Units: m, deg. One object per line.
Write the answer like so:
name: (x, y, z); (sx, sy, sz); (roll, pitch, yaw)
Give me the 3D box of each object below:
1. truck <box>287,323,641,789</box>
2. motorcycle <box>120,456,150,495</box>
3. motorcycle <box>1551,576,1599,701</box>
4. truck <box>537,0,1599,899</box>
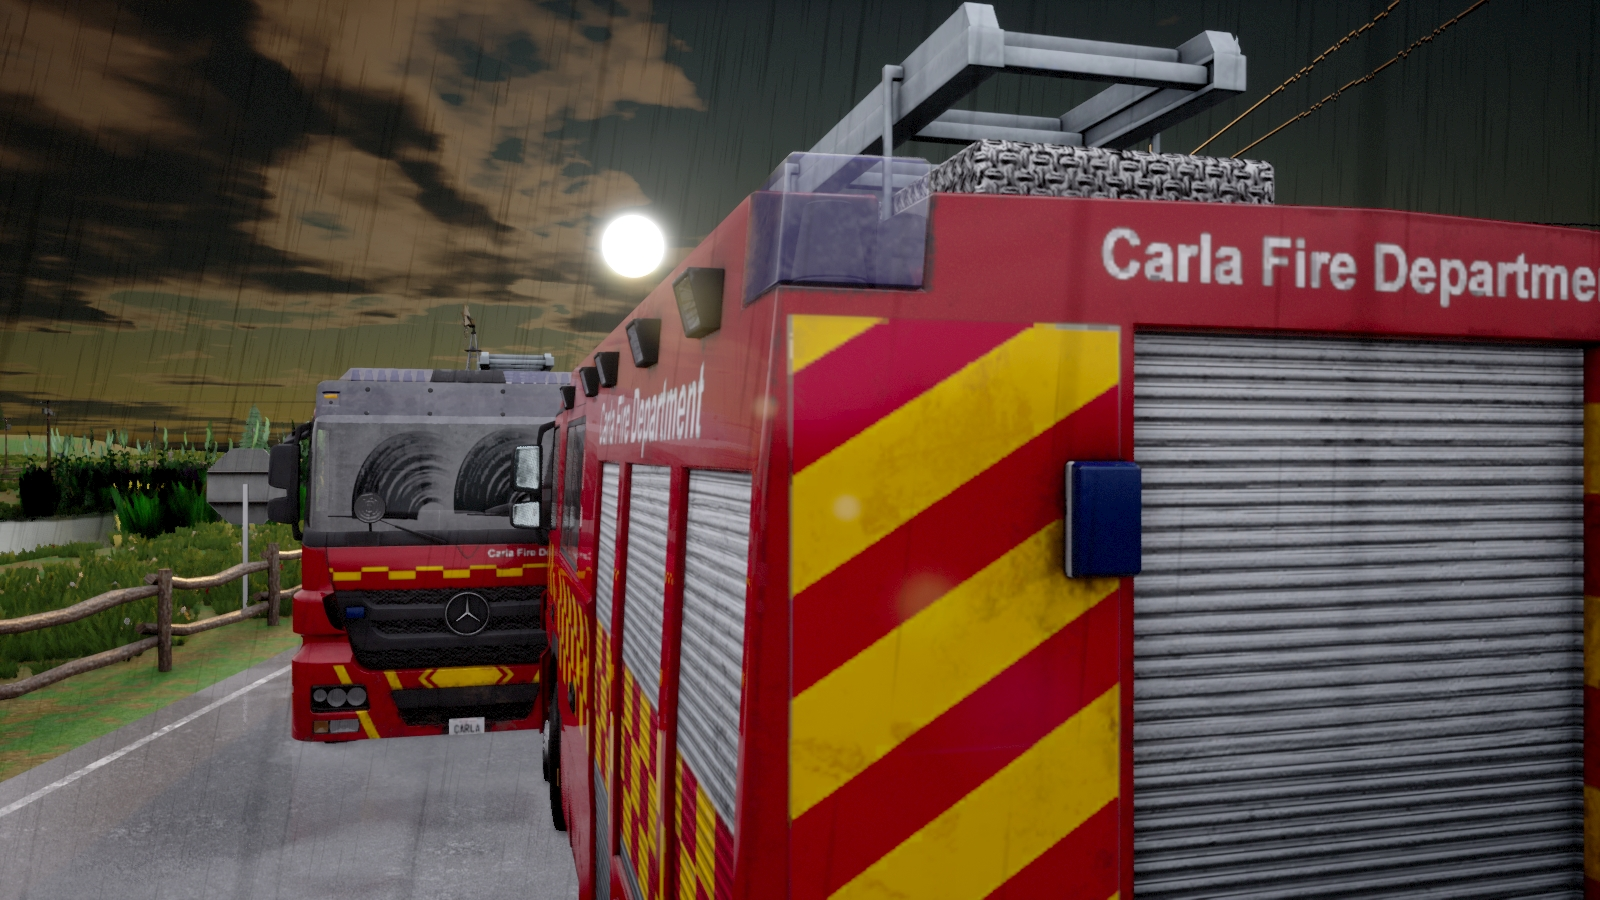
truck: (-3.918, 0.862, 13.848); (2.891, 3.827, 8.468); (0, 0, -15)
motorcycle: (-41.377, 1.577, 71.133); (0.803, 2.348, 2.033); (0, 0, -4)
motorcycle: (9.777, 2.142, 13.109); (1.805, 1.316, 0.856); (0, 0, -7)
truck: (0.068, 0.867, 6.873); (2.891, 3.827, 8.468); (0, 0, -15)
